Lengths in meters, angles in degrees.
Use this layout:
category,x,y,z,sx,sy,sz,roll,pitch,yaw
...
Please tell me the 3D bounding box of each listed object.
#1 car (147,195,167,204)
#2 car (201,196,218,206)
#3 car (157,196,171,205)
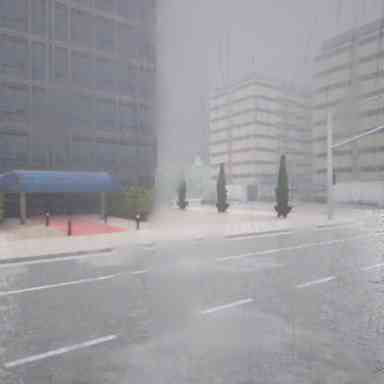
category,x,y,z,sx,sy,sz,roll,pitch,yaw
car,-6.998,1.445,65.763,1.837,1.490,4.892,0,0,-35
car,3.206,1.411,50.989,1.812,1.442,4.674,0,0,-35
car,-5.157,1.390,56.892,2.128,1.511,4.902,0,0,-35
